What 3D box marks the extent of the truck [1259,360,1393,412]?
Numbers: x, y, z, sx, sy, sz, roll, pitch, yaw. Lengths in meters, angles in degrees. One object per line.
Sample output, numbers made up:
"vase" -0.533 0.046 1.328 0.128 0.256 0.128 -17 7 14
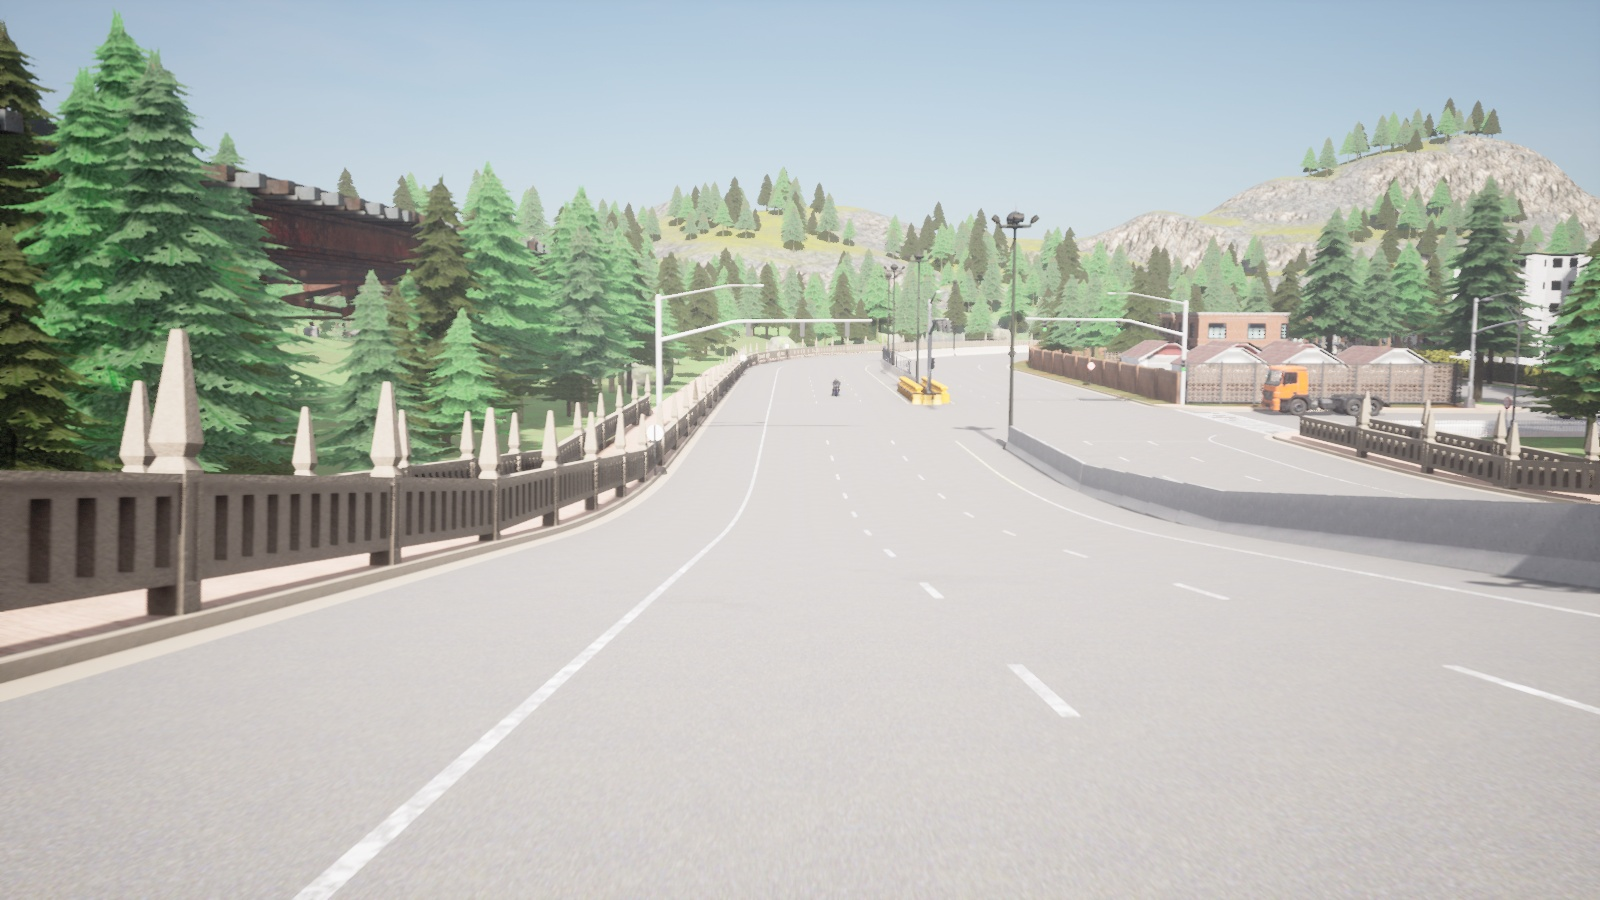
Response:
"truck" 36.304 -4.445 86.861 7.936 3.462 2.891 0 6 1
